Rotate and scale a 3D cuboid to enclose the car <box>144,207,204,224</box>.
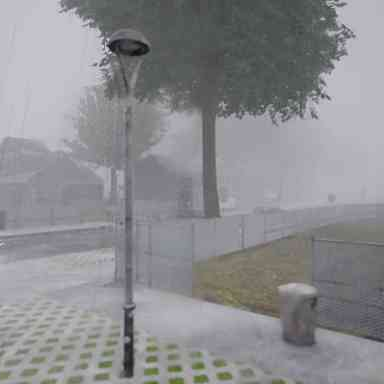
[{"bbox_3d":[-1.214,1.807,24.982,2.033,1.411,5.357,1,0,36],"label":"car"}]

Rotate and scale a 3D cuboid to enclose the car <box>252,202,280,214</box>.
[{"bbox_3d":[8.629,1.913,38.428,1.812,1.442,4.674,1,0,36],"label":"car"}]
